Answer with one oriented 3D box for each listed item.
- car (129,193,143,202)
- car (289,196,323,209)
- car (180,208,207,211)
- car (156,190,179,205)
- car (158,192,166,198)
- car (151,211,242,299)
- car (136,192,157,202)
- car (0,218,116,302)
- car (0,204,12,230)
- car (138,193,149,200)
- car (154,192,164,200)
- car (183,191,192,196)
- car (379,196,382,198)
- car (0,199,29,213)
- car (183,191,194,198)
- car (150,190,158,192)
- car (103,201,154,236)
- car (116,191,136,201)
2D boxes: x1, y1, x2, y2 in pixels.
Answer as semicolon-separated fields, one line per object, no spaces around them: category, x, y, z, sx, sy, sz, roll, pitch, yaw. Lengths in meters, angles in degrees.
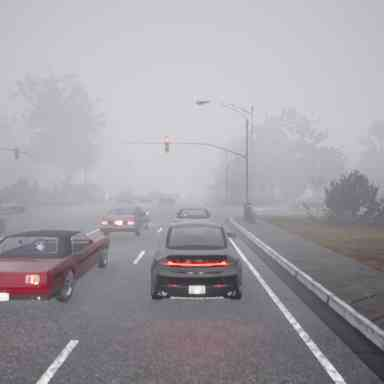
car;-10.672;0.970;63.689;1.882;1.535;5.008;0;1;0
car;13.669;1.208;38.364;4.902;1.511;2.128;0;0;-3
car;0.081;1.492;17.634;1.895;1.301;4.718;0;0;0
car;-3.655;0.968;50.151;2.097;1.767;4.553;0;0;3
car;-7.597;0.758;83.917;1.812;1.442;4.674;0;1;-3
car;0.088;1.471;8.321;1.837;1.490;4.892;0;0;0
car;-7.189;1.137;53.283;2.033;1.411;5.357;0;0;0
car;-3.412;1.568;8.142;1.895;1.301;4.718;0;0;0
car;-10.595;1.474;15.423;1.994;1.385;4.181;0;0;0
car;-10.737;0.971;73.775;1.895;1.301;4.718;0;1;-1
car;-7.232;0.856;73.648;1.882;1.535;5.008;0;1;-1
car;-1.418;0.440;95.118;2.033;1.411;5.357;0;1;-7
car;23.753;0.933;38.951;5.566;2.045;2.150;0;0;-4
car;-18.719;1.364;32.768;4.718;1.301;1.895;0;0;-3
car;-0.666;0.761;85.241;1.994;1.385;4.181;0;1;-4
car;-7.162;0.716;63.458;2.150;2.045;5.566;0;1;-1
car;-3.445;1.438;17.731;2.033;1.411;5.357;0;0;-1
car;-10.688;0.807;53.803;2.150;2.045;5.566;0;0;0
